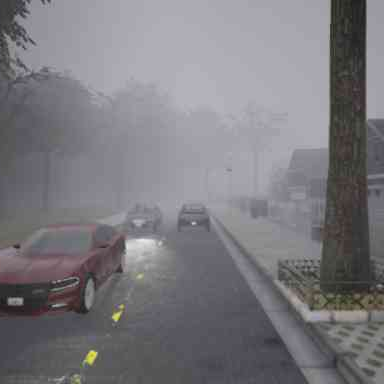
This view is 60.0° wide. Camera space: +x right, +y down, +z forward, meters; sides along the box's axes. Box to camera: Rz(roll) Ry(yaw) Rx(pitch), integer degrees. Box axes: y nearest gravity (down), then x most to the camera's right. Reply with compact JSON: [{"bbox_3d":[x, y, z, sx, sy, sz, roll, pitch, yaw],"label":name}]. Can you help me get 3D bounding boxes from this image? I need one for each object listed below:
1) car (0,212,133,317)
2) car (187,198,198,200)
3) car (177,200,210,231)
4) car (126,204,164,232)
[{"bbox_3d":[-2.835,1.475,7.832,1.882,1.535,5.008,0,0,0],"label":"car"},{"bbox_3d":[0.099,1.455,42.267,2.128,1.511,4.902,0,0,0],"label":"car"},{"bbox_3d":[0.100,1.468,20.372,2.128,1.511,4.902,0,0,0],"label":"car"},{"bbox_3d":[-2.799,1.469,20.025,2.128,1.511,4.902,0,0,1],"label":"car"}]
